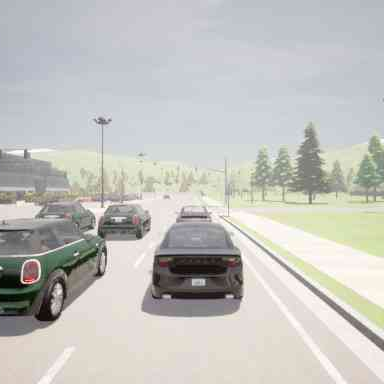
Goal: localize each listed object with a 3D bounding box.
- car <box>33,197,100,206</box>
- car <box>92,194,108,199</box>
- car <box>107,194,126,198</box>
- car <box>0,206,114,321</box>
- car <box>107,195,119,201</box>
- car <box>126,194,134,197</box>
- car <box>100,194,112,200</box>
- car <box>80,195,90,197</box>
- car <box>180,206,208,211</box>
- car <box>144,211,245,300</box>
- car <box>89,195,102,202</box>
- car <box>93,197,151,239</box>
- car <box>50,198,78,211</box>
[{"bbox_3d":[-6.919,1.352,18.531,2.097,1.767,4.553,0,0,0],"label":"car"},{"bbox_3d":[-19.670,1.552,71.312,1.994,1.385,4.181,0,0,0],"label":"car"},{"bbox_3d":[-16.170,1.500,71.721,1.837,1.490,4.892,0,0,0],"label":"car"},{"bbox_3d":[-3.389,1.352,7.428,2.097,1.767,4.553,0,0,0],"label":"car"},{"bbox_3d":[-19.652,1.478,83.251,1.882,1.535,5.008,0,0,0],"label":"car"},{"bbox_3d":[-16.155,1.355,80.896,2.097,1.767,4.553,0,0,0],"label":"car"},{"bbox_3d":[-23.141,1.355,89.966,2.097,1.767,4.553,0,0,0],"label":"car"},{"bbox_3d":[-23.170,1.355,71.476,2.097,1.767,4.553,0,0,0],"label":"car"},{"bbox_3d":[0.096,1.491,17.896,2.128,1.511,4.902,0,0,0],"label":"car"},{"bbox_3d":[0.112,1.478,8.478,1.882,1.535,5.008,0,0,0],"label":"car"},{"bbox_3d":[-23.157,1.552,79.806,1.994,1.385,4.181,0,0,0],"label":"car"},{"bbox_3d":[-3.415,1.352,17.551,2.097,1.767,4.553,0,0,0],"label":"car"},{"bbox_3d":[-15.730,1.525,41.060,1.812,1.442,4.674,0,0,-2],"label":"car"}]
